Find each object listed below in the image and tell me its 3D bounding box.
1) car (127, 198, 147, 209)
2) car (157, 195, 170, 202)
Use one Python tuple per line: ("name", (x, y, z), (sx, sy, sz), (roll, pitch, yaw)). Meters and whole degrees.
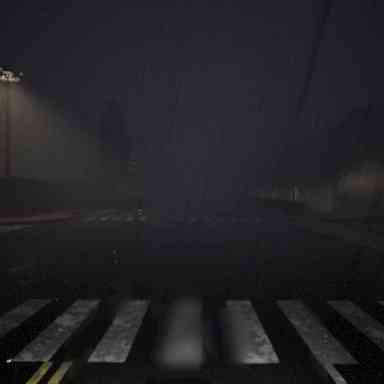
("car", (-6.966, 1.455, 42.822), (2.033, 1.411, 5.357), (0, 0, 1))
("car", (-5.866, 1.301, 69.372), (1.882, 1.535, 5.008), (0, 0, 8))
